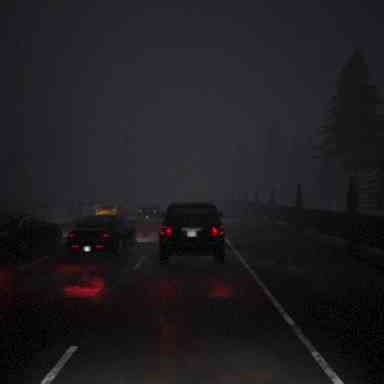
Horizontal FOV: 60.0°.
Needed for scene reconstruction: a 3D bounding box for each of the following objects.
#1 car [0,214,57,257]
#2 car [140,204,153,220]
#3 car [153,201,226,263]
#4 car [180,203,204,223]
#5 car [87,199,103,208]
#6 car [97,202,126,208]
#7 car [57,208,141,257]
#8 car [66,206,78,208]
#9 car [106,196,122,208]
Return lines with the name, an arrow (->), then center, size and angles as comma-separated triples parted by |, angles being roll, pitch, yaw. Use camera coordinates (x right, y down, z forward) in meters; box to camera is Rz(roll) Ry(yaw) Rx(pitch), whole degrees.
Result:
car -> -6.984, 1.626, 13.507 | 2.128, 1.511, 4.902 | 0, 0, 0
car -> -3.484, 1.772, 28.506 | 2.128, 1.511, 4.902 | 0, 0, 0
car -> 0.007, 1.349, 12.572 | 2.150, 2.045, 5.566 | 0, 0, 0
car -> 0.023, 1.764, 29.265 | 1.882, 1.535, 5.008 | 0, 0, 0
car -> -18.101, 2.085, 62.134 | 1.882, 1.535, 5.008 | 0, -1, -5
car -> -6.978, 1.764, 29.261 | 1.882, 1.535, 5.008 | 0, 0, 0
car -> -3.484, 1.640, 13.508 | 1.837, 1.490, 4.892 | 0, 0, 0
car -> -21.558, 1.948, 60.911 | 2.097, 1.767, 4.553 | 0, -1, -5
car -> -14.647, 1.835, 62.894 | 2.150, 2.045, 5.566 | 0, 0, -6
